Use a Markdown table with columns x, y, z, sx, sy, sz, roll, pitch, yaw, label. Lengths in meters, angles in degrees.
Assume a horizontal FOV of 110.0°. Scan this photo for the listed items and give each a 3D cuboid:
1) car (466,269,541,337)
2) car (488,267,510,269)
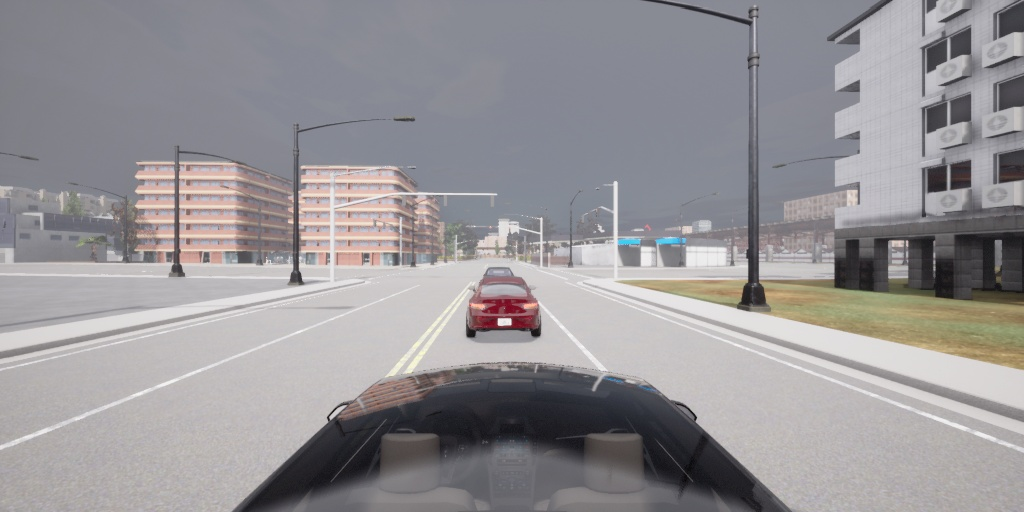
| x | y | z | sx | sy | sz | roll | pitch | yaw | label |
| --- | --- | --- | --- | --- | --- | --- | --- | --- | --- |
| -0.269 | 1.276 | 10.155 | 1.812 | 1.442 | 4.674 | 0 | 0 | -3 | car |
| -0.727 | 1.297 | 19.729 | 2.033 | 1.411 | 5.357 | 0 | 0 | -3 | car |
